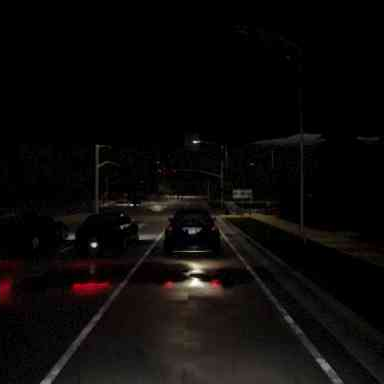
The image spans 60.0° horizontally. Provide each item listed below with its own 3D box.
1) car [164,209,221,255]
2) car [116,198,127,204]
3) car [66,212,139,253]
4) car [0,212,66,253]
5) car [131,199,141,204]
[{"bbox_3d":[0.009,1.483,14.089,2.097,1.767,4.553,0,-1,0],"label":"car"},{"bbox_3d":[-17.667,2.261,83.825,1.882,1.535,5.008,0,-1,1],"label":"car"},{"bbox_3d":[-3.490,1.643,14.307,1.837,1.490,4.892,0,0,0],"label":"car"},{"bbox_3d":[-6.990,1.643,14.309,1.837,1.490,4.892,0,0,0],"label":"car"},{"bbox_3d":[-14.167,2.378,83.752,1.895,1.301,4.718,0,-1,1],"label":"car"}]
